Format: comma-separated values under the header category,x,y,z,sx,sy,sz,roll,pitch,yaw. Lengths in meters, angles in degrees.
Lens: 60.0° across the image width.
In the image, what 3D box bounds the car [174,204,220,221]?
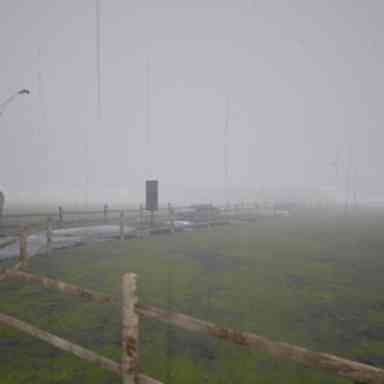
category,x,y,z,sx,sy,sz,roll,pitch,yaw
car,0.543,1.757,29.851,2.033,1.411,5.357,0,0,36

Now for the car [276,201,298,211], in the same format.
category,x,y,z,sx,sy,sz,roll,pitch,yaw
car,13.696,2.023,48.014,1.895,1.301,4.718,0,0,36
